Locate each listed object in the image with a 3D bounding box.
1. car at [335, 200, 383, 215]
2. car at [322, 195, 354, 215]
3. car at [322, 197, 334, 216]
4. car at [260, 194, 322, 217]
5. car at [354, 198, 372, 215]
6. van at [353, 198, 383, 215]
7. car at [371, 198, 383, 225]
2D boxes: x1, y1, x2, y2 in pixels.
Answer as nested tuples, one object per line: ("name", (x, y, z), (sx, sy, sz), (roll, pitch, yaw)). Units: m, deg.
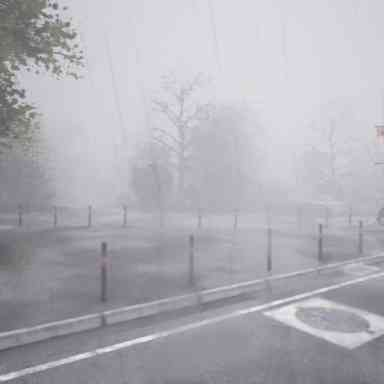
("car", (20.323, 1.872, 40.146), (1.946, 1.575, 5.366), (3, -1, -35))
("car", (13.559, 1.361, 35.217), (2.435, 2.045, 5.566), (2, -1, -35))
("car", (11.249, 1.544, 33.636), (2.231, 1.521, 4.892), (2, -1, -35))
("car", (9.078, 1.229, 32.095), (2.435, 2.045, 5.566), (2, -1, -35))
("car", (18.134, 1.781, 38.635), (1.946, 1.575, 5.366), (2, -1, -35))
("van", (22.800, 1.752, 41.487), (1.878, 1.987, 4.442), (3, -1, -35))
("car", (14.275, 1.358, 20.837), (2.185, 1.767, 4.553), (2, -1, -35))
